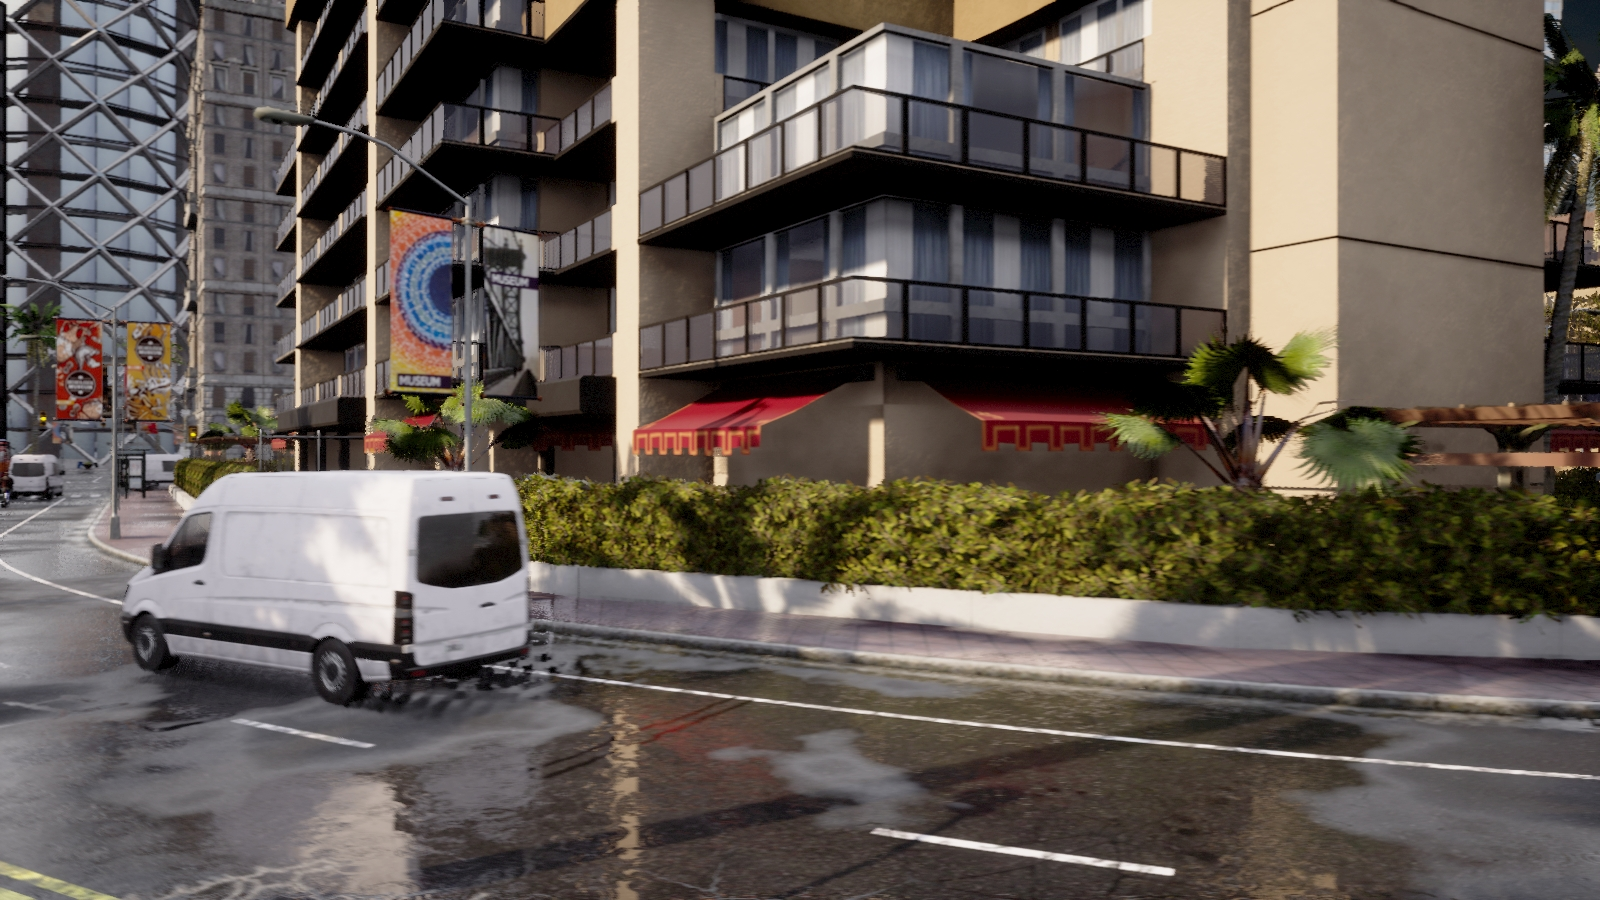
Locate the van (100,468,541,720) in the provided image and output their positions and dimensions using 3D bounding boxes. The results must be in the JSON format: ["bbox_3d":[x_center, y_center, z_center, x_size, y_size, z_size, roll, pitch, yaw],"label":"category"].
[{"bbox_3d":[-6.135,1.541,14.316,5.915,2.561,1.988,0,0,31],"label":"van"}]
